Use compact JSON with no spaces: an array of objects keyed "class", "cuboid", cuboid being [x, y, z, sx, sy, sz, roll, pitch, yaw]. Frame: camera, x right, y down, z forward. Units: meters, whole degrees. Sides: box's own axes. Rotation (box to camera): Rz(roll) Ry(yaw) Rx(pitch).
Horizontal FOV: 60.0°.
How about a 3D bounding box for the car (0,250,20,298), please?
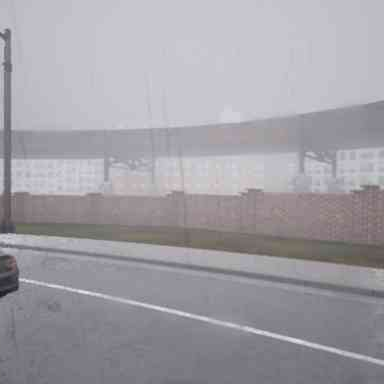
[{"class":"car","cuboid":[-5.583,1.501,6.899,4.674,1.442,1.812,0,0,28]}]
